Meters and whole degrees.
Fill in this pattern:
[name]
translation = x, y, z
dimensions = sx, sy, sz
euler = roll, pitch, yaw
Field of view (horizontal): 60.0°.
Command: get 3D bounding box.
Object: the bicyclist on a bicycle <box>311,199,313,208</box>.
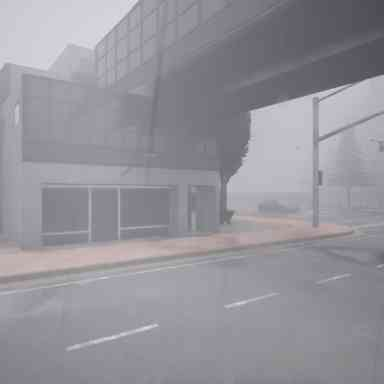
[bicyclist on a bicycle]
translation = 15.798, 1.300, 42.775
dimensions = 1.656, 1.620, 0.582
euler = 0, 0, -36

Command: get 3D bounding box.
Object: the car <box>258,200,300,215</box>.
[car]
translation = 8.733, 1.526, 33.790
dimensions = 1.812, 1.442, 4.674
euler = 0, 0, -36
